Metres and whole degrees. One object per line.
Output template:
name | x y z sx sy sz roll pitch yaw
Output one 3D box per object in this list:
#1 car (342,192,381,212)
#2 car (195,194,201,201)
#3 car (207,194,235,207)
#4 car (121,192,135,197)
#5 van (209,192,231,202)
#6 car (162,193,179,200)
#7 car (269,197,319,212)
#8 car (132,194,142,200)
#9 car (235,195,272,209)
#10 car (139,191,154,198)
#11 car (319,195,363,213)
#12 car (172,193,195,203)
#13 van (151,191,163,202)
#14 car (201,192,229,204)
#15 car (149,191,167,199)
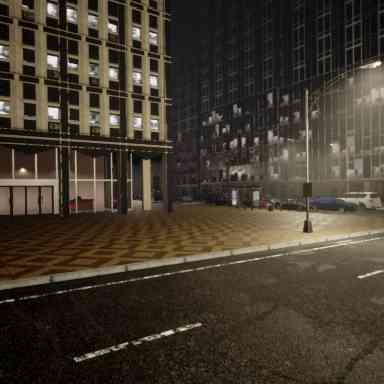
car | 17.428 1.014 36.074 2.150 2.045 5.566 -1 1 -35
car | 1.669 1.043 63.539 1.802 1.307 4.206 0 1 -35
car | 4.395 1.319 44.716 1.947 1.339 4.313 0 1 -35
car | -17.676 0.688 91.622 2.008 1.369 4.403 0 1 -35
van | 4.893 0.855 58.855 1.690 1.788 3.998 0 1 -35
car | -4.779 0.935 72.901 1.802 1.307 4.206 0 1 -35
car | 10.781 1.424 35.310 1.947 1.339 4.313 0 1 -35
car | -11.681 1.039 68.147 2.008 1.369 4.403 0 1 -35
car | 7.571 1.388 40.003 1.802 1.307 4.206 0 1 -35
car | -11.228 0.685 82.259 1.967 1.590 4.097 0 1 -35
car | 14.577 1.317 34.577 1.882 1.535 5.008 -1 1 -35
car | -1.924 1.098 58.629 1.812 1.442 4.674 -1 1 -34
van | -5.232 0.937 58.784 1.690 1.788 3.998 0 1 -35
car | 3.878 1.020 50.124 2.097 1.767 4.553 -1 1 -34
car | -8.004 0.614 77.578 2.192 1.841 5.009 0 1 -35
